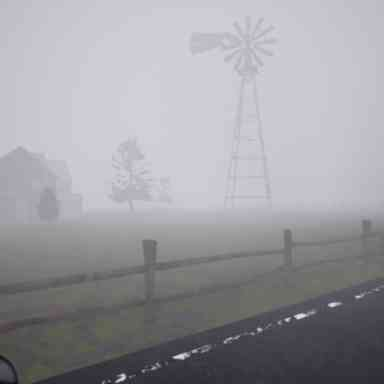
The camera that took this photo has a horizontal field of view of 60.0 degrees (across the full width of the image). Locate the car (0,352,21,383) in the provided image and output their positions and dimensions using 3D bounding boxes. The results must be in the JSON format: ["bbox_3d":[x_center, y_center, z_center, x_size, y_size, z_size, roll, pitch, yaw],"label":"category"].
[{"bbox_3d":[-2.977,1.522,0.947,4.674,1.442,1.812,0,0,-36],"label":"car"}]
